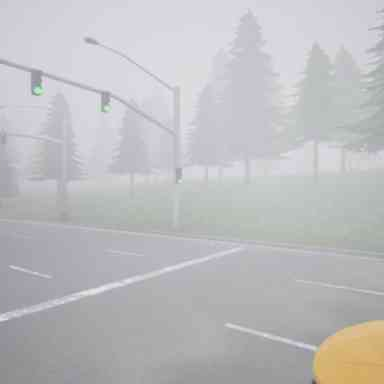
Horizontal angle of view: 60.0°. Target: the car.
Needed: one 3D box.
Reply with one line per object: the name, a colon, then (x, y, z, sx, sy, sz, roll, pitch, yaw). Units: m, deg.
car: (3.210, 1.486, 1.703, 5.008, 1.535, 1.882, 0, 0, 35)
